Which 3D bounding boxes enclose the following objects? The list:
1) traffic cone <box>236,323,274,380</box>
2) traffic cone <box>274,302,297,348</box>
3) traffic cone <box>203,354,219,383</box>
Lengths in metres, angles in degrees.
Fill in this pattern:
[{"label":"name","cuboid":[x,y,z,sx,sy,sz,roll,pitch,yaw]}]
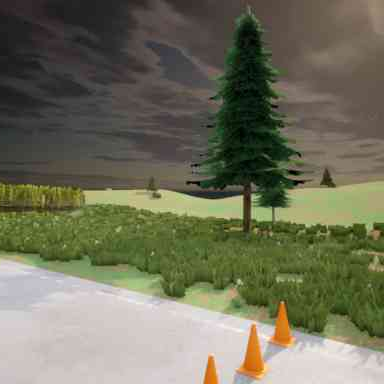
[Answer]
[{"label":"traffic cone","cuboid":[0.780,1.955,4.205,0.340,0.580,0.340,0,0,36]},{"label":"traffic cone","cuboid":[1.364,1.955,5.017,0.340,0.580,0.340,0,0,36]},{"label":"traffic cone","cuboid":[0.195,1.955,3.394,0.340,0.580,0.340,0,0,36]}]
